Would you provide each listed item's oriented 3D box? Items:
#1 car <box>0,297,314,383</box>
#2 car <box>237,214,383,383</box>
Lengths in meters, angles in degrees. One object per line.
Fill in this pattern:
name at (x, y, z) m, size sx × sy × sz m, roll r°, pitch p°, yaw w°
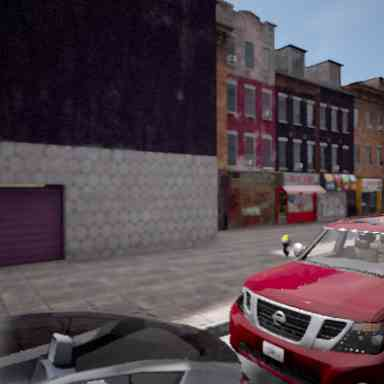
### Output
car at (-1.537, 1.566, 1.720) m, size 4.313 × 1.339 × 1.947 m, roll 0°, pitch 0°, yaw -36°
car at (2.880, 1.314, 4.874) m, size 5.009 × 1.841 × 2.192 m, roll 0°, pitch 0°, yaw -36°
